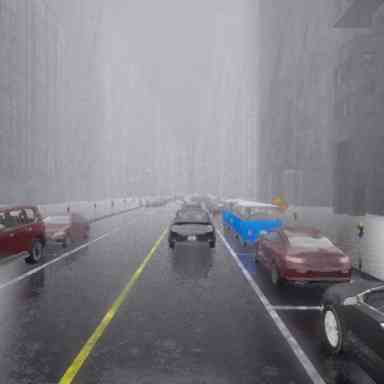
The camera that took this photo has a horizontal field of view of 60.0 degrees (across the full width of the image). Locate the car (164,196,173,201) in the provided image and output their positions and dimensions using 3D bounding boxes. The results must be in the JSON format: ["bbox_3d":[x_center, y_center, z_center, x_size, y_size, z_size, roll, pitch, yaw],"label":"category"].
[{"bbox_3d":[-5.762,1.594,82.821,1.887,1.381,4.507,0,0,0],"label":"car"}]

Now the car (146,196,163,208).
[{"bbox_3d":[-5.762,1.572,48.756,2.008,1.369,4.403,0,0,0],"label":"car"}]

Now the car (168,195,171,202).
[{"bbox_3d":[-5.762,1.600,65.789,1.947,1.339,4.313,0,0,0],"label":"car"}]

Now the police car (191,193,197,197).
[{"bbox_3d":[0.900,1.472,79.786,1.930,1.638,5.238,0,0,0],"label":"police car"}]

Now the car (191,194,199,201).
[{"bbox_3d":[0.767,1.411,89.631,2.097,1.767,4.553,0,0,-1],"label":"car"}]

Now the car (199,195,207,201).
[{"bbox_3d":[2.762,1.490,82.825,1.967,1.590,4.097,0,0,0],"label":"car"}]

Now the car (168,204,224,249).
[{"bbox_3d":[0.000,1.496,14.650,2.128,1.511,4.902,0,0,0],"label":"car"}]

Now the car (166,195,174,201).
[{"bbox_3d":[-5.763,1.581,88.328,1.752,1.417,4.829,0,0,0],"label":"car"}]

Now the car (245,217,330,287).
[{"bbox_3d":[2.763,1.581,9.016,1.802,1.307,4.206,0,0,0],"label":"car"}]

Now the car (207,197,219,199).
[{"bbox_3d":[2.763,1.595,37.404,1.802,1.307,4.206,0,0,0],"label":"car"}]

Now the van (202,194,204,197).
[{"bbox_3d":[2.763,1.362,48.759,1.690,1.788,3.998,0,0,0],"label":"van"}]

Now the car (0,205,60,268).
[{"bbox_3d":[-5.762,1.314,9.015,2.192,1.841,5.009,0,0,0],"label":"car"}]

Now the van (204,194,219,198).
[{"bbox_3d":[2.763,1.358,43.082,1.690,1.788,3.998,0,0,0],"label":"van"}]

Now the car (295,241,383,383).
[{"bbox_3d":[2.763,1.550,3.339,2.008,1.369,4.403,0,0,0],"label":"car"}]

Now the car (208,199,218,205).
[{"bbox_3d":[2.763,1.590,31.726,1.802,1.307,4.206,0,0,0],"label":"car"}]

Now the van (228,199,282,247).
[{"bbox_3d":[2.763,1.341,14.694,1.690,1.788,3.998,0,0,0],"label":"van"}]

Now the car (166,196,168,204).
[{"bbox_3d":[-5.762,1.555,59.941,1.752,1.417,4.829,0,0,0],"label":"car"}]

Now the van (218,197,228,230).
[{"bbox_3d":[2.763,1.343,20.371,1.690,1.788,3.998,0,0,0],"label":"van"}]

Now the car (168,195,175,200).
[{"bbox_3d":[-5.762,1.608,94.175,1.887,1.381,4.507,0,0,0],"label":"car"}]

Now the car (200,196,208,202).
[{"bbox_3d":[2.763,1.569,77.317,1.752,1.417,4.829,0,0,0],"label":"car"}]

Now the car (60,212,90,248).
[{"bbox_3d":[-5.762,1.582,14.692,1.802,1.307,4.206,0,0,0],"label":"car"}]

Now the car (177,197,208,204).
[{"bbox_3d":[0.000,1.503,29.651,2.128,1.511,4.902,0,0,0],"label":"car"}]

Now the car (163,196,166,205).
[{"bbox_3d":[-5.762,1.466,54.434,1.967,1.590,4.097,0,0,0],"label":"car"}]

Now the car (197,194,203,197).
[{"bbox_3d":[2.763,1.354,71.469,2.192,1.841,5.009,0,0,0],"label":"car"}]

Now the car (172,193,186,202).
[{"bbox_3d":[-3.000,1.162,75.884,2.150,2.045,5.566,0,0,0],"label":"car"}]

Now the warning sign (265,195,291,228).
[{"bbox_3d":[5.067,1.117,19.676,1.300,1.860,1.060,0,0,0],"label":"warning sign"}]
